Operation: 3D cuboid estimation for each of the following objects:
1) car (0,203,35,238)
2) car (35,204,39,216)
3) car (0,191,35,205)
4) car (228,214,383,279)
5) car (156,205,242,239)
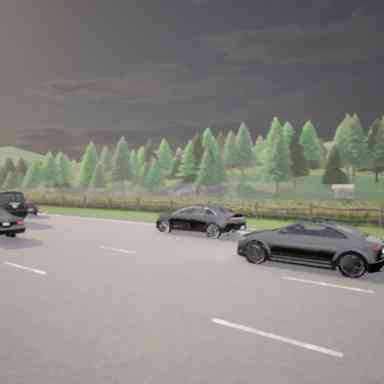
[{"bbox_3d":[-9.747,1.347,15.251,5.357,1.411,2.033,1,1,36],"label":"car"},{"bbox_3d":[-14.346,1.197,27.132,4.674,1.442,1.812,1,0,35],"label":"car"},{"bbox_3d":[-13.002,0.943,21.873,5.566,2.045,2.150,1,0,36],"label":"car"},{"bbox_3d":[3.504,1.530,10.092,4.181,1.385,1.994,1,0,36],"label":"car"},{"bbox_3d":[0.353,1.381,16.641,4.902,1.511,2.128,1,0,36],"label":"car"}]
